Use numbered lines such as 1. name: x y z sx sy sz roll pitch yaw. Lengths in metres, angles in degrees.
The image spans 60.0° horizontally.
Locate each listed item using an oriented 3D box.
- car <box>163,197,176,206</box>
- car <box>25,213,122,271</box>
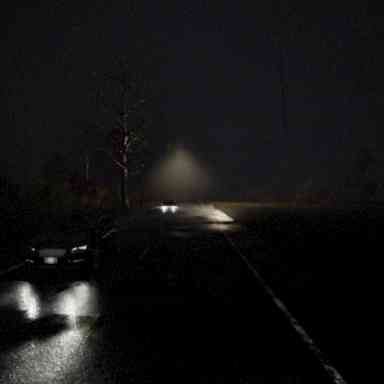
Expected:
1. car: -3.554 1.526 53.244 1.895 1.301 4.718 0 0 0
2. car: -3.598 1.474 10.919 2.128 1.511 4.902 0 0 0
